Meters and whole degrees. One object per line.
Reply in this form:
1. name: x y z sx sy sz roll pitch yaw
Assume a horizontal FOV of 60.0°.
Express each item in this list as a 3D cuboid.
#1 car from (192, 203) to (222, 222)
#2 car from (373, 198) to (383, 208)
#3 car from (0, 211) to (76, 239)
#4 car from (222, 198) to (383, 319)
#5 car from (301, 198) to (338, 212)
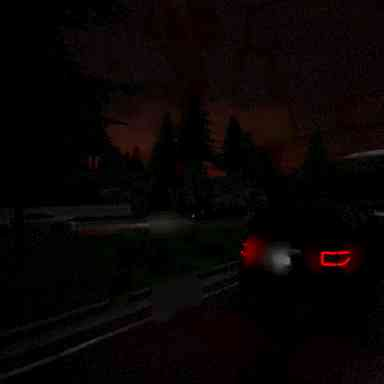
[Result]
1. car: 2.349 1.677 28.195 4.902 1.511 2.128 -1 -1 -25
2. car: 26.491 1.466 44.719 4.718 1.301 1.895 -1 -1 -37
3. car: -9.340 1.860 19.607 4.674 1.442 1.812 -1 -1 -23
4. car: 3.183 1.230 7.747 2.150 2.045 5.566 -1 -1 38
5. car: 15.695 1.513 40.876 5.008 1.535 1.882 -1 -1 -37
